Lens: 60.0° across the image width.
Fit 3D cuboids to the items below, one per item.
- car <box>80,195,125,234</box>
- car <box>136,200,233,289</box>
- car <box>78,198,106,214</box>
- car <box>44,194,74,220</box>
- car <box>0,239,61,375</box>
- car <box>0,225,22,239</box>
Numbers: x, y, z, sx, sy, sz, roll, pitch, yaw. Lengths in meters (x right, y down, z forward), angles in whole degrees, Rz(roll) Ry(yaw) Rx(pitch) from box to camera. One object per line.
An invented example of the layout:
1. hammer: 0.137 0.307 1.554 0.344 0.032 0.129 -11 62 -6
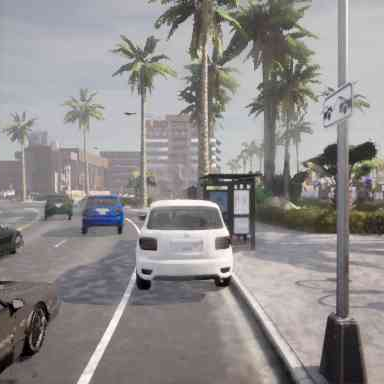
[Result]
1. car: -5.163 1.213 19.602 2.150 2.045 5.566 0 -1 -12
2. car: -0.340 1.219 9.382 2.150 2.045 5.566 0 0 -5
3. car: -10.913 1.485 35.977 2.128 1.511 4.902 0 0 -26
4. car: -11.486 1.213 28.749 2.150 2.045 5.566 0 0 -20
5. car: -2.993 1.546 2.942 2.033 1.411 5.357 0 0 -1
6. car: -7.097 1.559 10.681 1.994 1.385 4.181 0 0 -7
